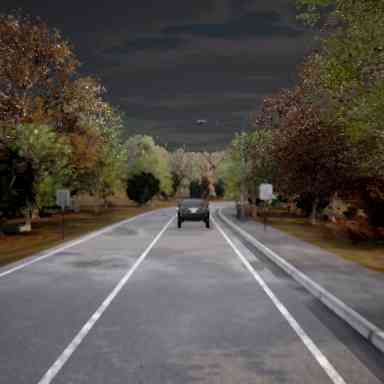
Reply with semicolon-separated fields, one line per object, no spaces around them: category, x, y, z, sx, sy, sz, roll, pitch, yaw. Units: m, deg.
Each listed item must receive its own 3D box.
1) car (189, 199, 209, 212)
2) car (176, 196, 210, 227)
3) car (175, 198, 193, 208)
car;0.942;1.690;42.482;2.128;1.511;4.902;0;0;5
car;0.114;1.321;23.907;2.150;2.045;5.566;0;0;0
car;-1.207;1.720;53.422;1.837;1.490;4.892;1;0;10
